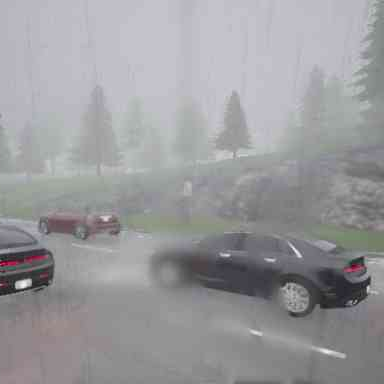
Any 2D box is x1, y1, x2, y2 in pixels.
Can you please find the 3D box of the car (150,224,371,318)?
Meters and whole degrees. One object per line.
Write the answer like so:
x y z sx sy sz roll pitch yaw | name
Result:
1.208 1.491 7.431 4.892 1.490 1.837 0 0 36 | car

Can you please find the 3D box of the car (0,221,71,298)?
-5.127 1.470 7.659 4.892 1.490 1.837 0 0 36 | car

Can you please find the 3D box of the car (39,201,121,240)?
-5.716 1.293 16.730 4.553 1.767 2.097 0 0 36 | car
